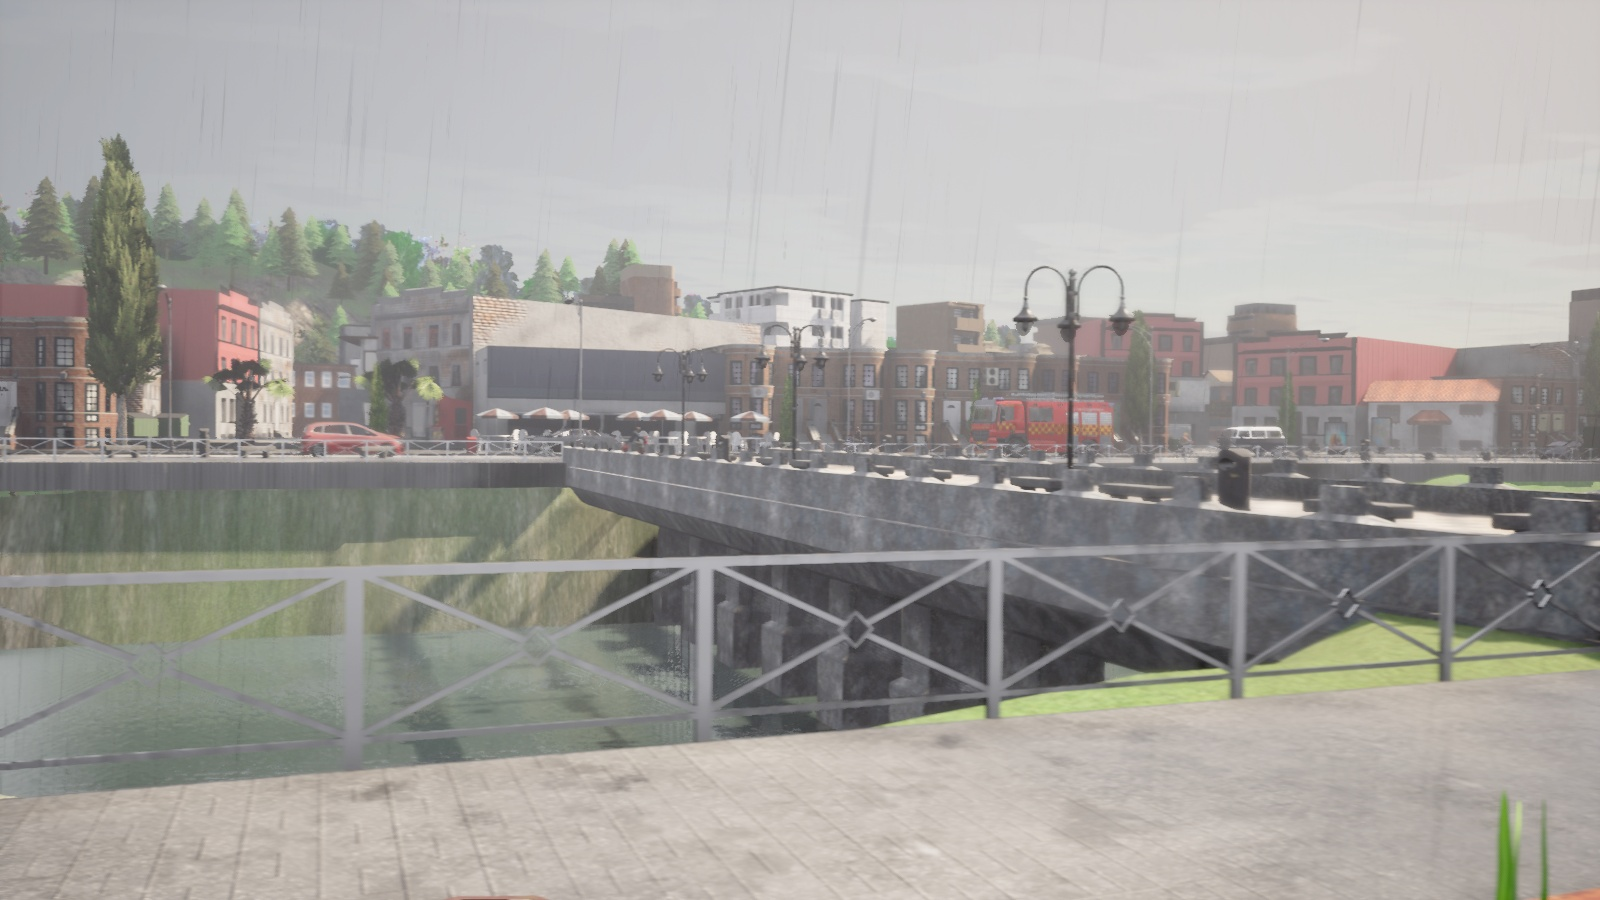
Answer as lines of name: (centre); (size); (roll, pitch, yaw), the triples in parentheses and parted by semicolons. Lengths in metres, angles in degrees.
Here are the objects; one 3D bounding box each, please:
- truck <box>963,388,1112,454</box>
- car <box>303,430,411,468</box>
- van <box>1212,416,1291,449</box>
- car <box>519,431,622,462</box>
truck: (14.228, -1.743, 75.140); (8.468, 3.827, 2.891); (-1, 1, -21)
car: (-20.359, -0.077, 57.732); (4.611, 1.667, 2.242); (-1, 1, -21)
van: (29.031, -1.107, 80.775); (4.480, 2.038, 2.069); (-1, 1, -21)
car: (-11.926, -0.178, 65.215); (4.902, 1.511, 2.128); (-1, 1, -21)
